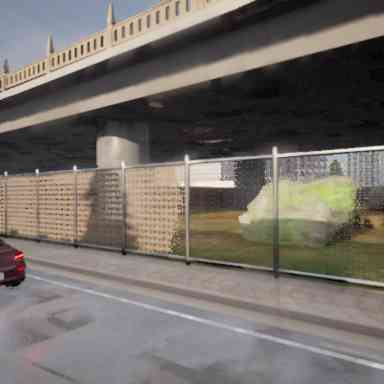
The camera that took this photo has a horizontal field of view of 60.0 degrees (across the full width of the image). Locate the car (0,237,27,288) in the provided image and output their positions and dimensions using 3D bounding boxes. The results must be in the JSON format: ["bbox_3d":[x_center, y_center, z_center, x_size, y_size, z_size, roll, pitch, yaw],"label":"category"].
[{"bbox_3d":[-5.890,1.615,8.197,4.674,1.442,1.812,-1,0,36],"label":"car"}]
